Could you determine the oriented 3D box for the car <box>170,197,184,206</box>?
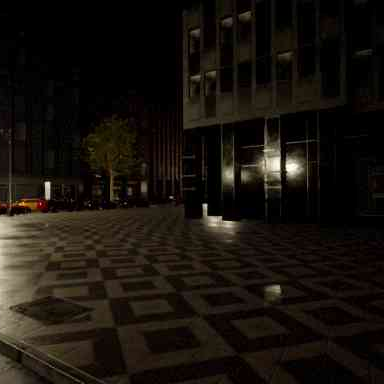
[{"bbox_3d":[-0.951,1.464,53.744,1.887,1.381,4.507,-1,0,35],"label":"car"}]

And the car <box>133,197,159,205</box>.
[{"bbox_3d":[-8.052,1.546,58.461,1.752,1.417,4.829,-1,0,35],"label":"car"}]

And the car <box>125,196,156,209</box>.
[{"bbox_3d":[-7.370,1.510,44.471,1.947,1.339,4.313,-1,0,35],"label":"car"}]

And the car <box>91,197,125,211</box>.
[{"bbox_3d":[-10.579,1.526,39.836,1.947,1.339,4.313,-1,0,35],"label":"car"}]

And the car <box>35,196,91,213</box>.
[{"bbox_3d":[-13.790,1.292,35.201,2.192,1.841,5.009,-1,0,35],"label":"car"}]

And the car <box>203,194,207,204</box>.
[{"bbox_3d":[2.258,1.224,58.381,2.192,1.841,5.009,-1,0,35],"label":"car"}]

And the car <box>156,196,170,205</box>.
[{"bbox_3d":[-6.040,1.466,56.429,1.882,1.535,5.008,-1,-1,35],"label":"car"}]

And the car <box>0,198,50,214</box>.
[{"bbox_3d":[-18.966,1.525,37.859,1.882,1.535,5.008,-1,0,35],"label":"car"}]

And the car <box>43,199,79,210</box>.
[{"bbox_3d":[-17.585,1.643,44.691,1.802,1.307,4.206,-1,0,35],"label":"car"}]

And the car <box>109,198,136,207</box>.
[{"bbox_3d":[-11.165,1.615,53.965,1.802,1.307,4.206,-1,0,35],"label":"car"}]

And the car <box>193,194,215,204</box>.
[{"bbox_3d":[2.339,1.285,63.028,2.097,1.767,4.553,-1,0,35],"label":"car"}]

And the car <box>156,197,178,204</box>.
[{"bbox_3d":[-4.745,1.576,63.238,1.947,1.339,4.313,-1,0,35],"label":"car"}]

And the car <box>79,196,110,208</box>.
[{"bbox_3d":[-14.377,1.486,49.328,1.967,1.590,4.097,-1,0,35],"label":"car"}]

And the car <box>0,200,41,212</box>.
[{"bbox_3d":[-20.795,1.644,40.055,1.947,1.339,4.313,-1,0,35],"label":"car"}]

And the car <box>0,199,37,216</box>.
[{"bbox_3d":[-16.998,1.577,30.563,1.802,1.307,4.206,-1,0,35],"label":"car"}]
